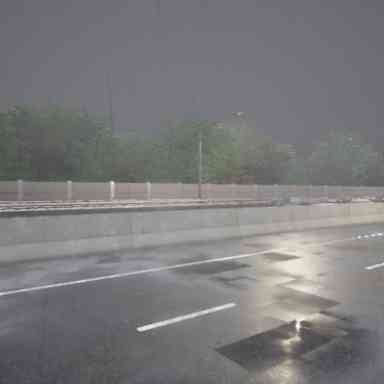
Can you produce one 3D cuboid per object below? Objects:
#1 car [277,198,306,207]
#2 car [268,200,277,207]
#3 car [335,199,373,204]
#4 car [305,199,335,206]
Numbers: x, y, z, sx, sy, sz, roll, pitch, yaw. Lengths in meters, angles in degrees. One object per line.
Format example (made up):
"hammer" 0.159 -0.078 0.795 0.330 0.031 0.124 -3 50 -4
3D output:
"car" 12.493 1.456 38.770 4.674 1.442 1.812 0 0 -36
"car" 11.715 1.492 42.515 4.181 1.385 1.994 0 0 -36
"car" 16.591 1.457 33.096 4.674 1.442 1.812 0 0 -36
"car" 14.822 1.531 36.136 4.718 1.301 1.895 0 0 -36
